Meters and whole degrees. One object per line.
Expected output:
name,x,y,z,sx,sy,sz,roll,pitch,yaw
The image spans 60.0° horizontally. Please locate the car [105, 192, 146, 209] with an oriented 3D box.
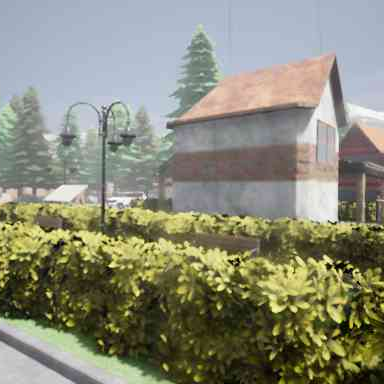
car,-7.543,0.980,37.702,2.150,2.045,5.566,1,1,36
